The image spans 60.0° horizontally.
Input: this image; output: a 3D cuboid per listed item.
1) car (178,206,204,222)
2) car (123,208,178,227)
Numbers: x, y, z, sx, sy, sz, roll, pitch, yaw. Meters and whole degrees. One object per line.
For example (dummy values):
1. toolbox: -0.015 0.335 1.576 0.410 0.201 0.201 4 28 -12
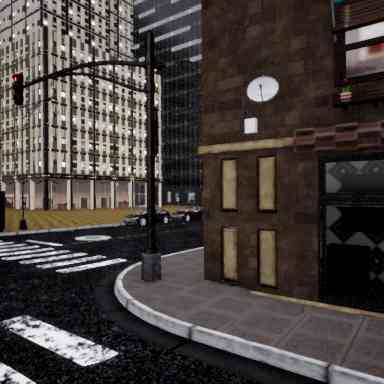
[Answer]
1. car: -0.243 1.974 30.451 2.008 1.369 4.403 -2 -2 35
2. car: -3.451 1.893 25.898 2.008 1.369 4.403 -2 -2 35
